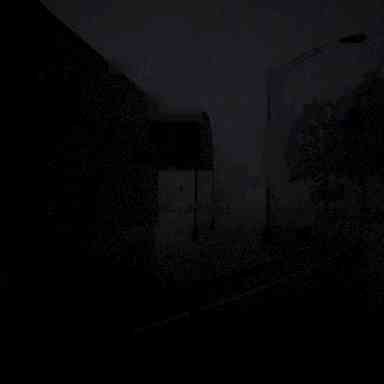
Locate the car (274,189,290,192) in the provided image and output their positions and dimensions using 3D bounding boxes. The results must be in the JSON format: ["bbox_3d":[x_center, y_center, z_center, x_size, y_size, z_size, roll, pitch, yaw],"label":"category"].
[{"bbox_3d":[25.332,0.970,89.899,4.553,1.767,2.185,-1,4,-8],"label":"car"}]

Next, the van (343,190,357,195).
[{"bbox_3d":[41.876,1.145,85.141,4.442,1.987,1.878,0,4,-6],"label":"van"}]

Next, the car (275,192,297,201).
[{"bbox_3d":[24.106,1.504,84.142,4.674,1.452,2.002,-1,3,-8],"label":"car"}]

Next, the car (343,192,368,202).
[{"bbox_3d":[41.045,1.557,82.235,5.008,1.535,2.097,0,4,-6],"label":"car"}]

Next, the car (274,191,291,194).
[{"bbox_3d":[24.733,1.308,87.031,4.792,1.488,2.163,-1,3,-8],"label":"car"}]
